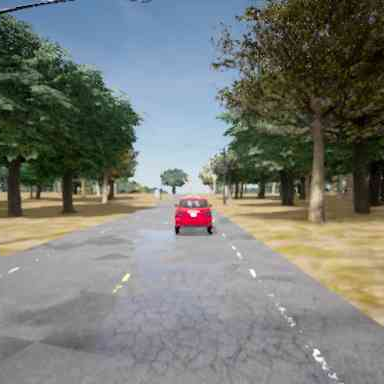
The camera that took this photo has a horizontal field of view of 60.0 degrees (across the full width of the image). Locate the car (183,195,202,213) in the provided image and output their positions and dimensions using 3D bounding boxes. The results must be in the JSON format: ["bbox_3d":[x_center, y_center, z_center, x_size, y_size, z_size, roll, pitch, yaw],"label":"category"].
[{"bbox_3d":[0.073,1.422,40.646,2.150,2.045,5.566,0,0,0],"label":"car"}]

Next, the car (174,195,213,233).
[{"bbox_3d":[0.084,1.330,20.654,2.150,2.045,5.566,0,0,0],"label":"car"}]
